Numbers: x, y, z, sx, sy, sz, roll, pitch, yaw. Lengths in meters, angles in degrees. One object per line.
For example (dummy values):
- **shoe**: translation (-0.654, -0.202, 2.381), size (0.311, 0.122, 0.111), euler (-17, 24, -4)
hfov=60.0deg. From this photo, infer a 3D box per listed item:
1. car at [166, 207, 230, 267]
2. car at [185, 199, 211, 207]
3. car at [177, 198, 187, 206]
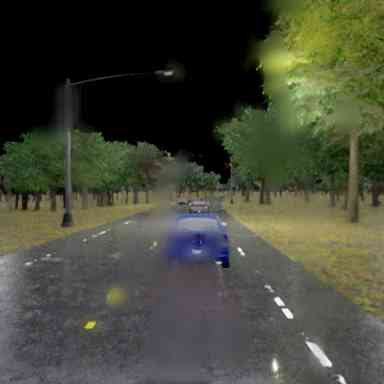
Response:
- **car**: translation (0.199, 1.500, 11.542), size (1.882, 1.535, 5.008), euler (0, 0, 1)
- **car**: translation (0.755, 1.556, 32.215), size (2.128, 1.511, 4.902), euler (0, 0, 2)
- **car**: translation (-1.502, 1.720, 58.857), size (1.994, 1.385, 4.181), euler (0, 0, 4)
